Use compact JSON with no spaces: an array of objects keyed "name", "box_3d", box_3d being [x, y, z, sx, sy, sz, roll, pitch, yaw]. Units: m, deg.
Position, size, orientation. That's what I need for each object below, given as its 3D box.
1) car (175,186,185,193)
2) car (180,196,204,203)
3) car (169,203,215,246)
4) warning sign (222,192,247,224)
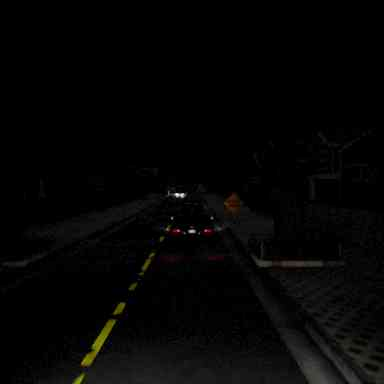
[{"name":"car","box_3d":[-2.750,-0.521,75.914,2.128,1.511,4.902,0,2,0]},{"name":"car","box_3d":[0.001,1.120,29.636,2.128,1.511,4.902,0,1,0]},{"name":"car","box_3d":[0.000,1.453,14.641,2.033,1.411,5.357,0,1,0]},{"name":"warning sign","box_3d":[2.502,0.926,19.737,1.300,1.860,1.060,-1,0,0]}]
